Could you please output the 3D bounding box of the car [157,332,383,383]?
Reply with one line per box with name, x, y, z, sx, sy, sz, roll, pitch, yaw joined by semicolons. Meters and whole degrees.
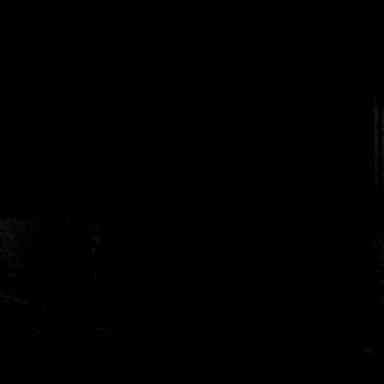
car;1.637;1.547;1.794;4.403;1.369;2.008;-1;0;35
